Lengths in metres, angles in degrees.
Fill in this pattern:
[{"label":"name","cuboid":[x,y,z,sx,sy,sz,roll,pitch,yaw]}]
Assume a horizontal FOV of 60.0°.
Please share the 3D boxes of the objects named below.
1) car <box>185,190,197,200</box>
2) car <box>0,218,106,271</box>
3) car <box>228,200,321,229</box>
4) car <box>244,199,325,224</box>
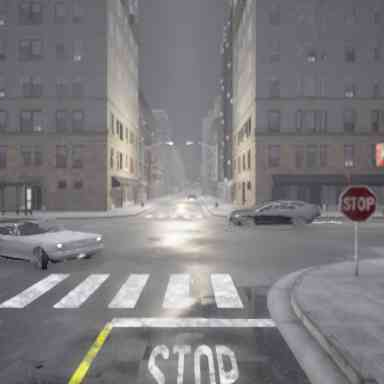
[{"label":"car","cuboid":[0.023,0.961,75.719,2.128,1.511,4.902,0,0,0]},{"label":"car","cuboid":[-5.067,1.526,10.705,4.718,1.301,1.895,0,0,30]},{"label":"car","cuboid":[4.581,1.329,19.327,4.902,1.511,2.128,0,1,0]},{"label":"car","cuboid":[6.180,1.298,22.573,4.902,1.511,2.128,0,1,0]}]
